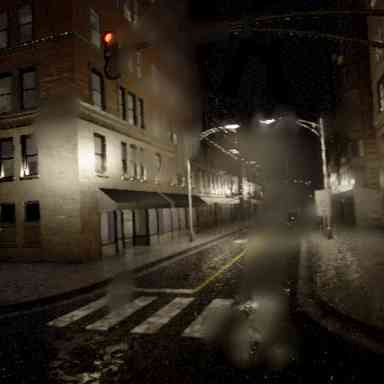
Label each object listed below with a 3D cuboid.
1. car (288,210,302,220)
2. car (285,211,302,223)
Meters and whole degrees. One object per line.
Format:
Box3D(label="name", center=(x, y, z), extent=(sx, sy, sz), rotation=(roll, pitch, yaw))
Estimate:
Box3D(label="car", center=(16.984, 3.796, 54.709), extent=(1.994, 1.385, 4.181), rotation=(-4, -3, 20))
Box3D(label="car", center=(13.616, 3.411, 44.701), extent=(1.994, 1.385, 4.181), rotation=(-4, -3, 19))
